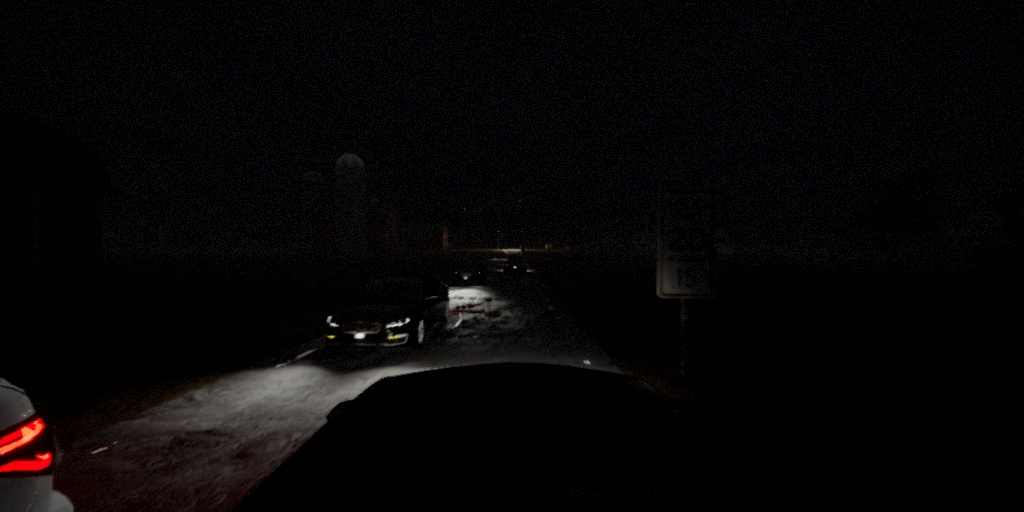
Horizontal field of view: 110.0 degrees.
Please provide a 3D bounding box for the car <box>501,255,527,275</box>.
[{"bbox_3d":[0.301,0.847,31.498,1.994,1.385,4.181,0,1,1],"label":"car"}]

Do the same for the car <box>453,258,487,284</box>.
[{"bbox_3d":[-2.668,0.929,23.166,2.128,1.511,4.902,0,2,0],"label":"car"}]

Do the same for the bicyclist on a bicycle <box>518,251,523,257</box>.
[{"bbox_3d":[1.183,0.257,52.591,0.866,1.612,1.509,0,1,0],"label":"bicyclist on a bicycle"}]

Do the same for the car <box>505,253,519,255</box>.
[{"bbox_3d":[0.397,0.527,43.579,1.837,1.490,4.892,0,1,1],"label":"car"}]

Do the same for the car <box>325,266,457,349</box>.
[{"bbox_3d":[-2.799,1.188,9.082,1.837,1.490,4.892,0,1,1],"label":"car"}]
